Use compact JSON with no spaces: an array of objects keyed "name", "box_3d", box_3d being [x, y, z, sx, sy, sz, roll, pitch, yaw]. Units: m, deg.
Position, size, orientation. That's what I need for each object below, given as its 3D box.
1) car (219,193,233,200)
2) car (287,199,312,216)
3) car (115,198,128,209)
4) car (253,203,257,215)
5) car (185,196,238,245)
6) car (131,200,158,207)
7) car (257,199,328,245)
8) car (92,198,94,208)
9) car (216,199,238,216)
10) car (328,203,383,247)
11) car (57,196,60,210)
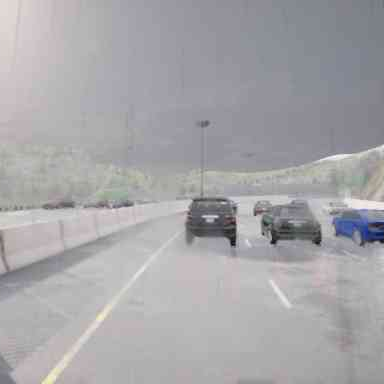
[{"name":"car","box_3d":[8.173,1.096,79.981,1.882,1.535,5.008,0,0,26]},{"name":"car","box_3d":[10.774,1.522,33.523,1.837,1.490,4.892,0,0,11]},{"name":"car","box_3d":[-9.063,1.464,41.853,2.128,1.511,4.902,0,0,14]},{"name":"car","box_3d":[7.205,1.573,33.495,1.994,1.385,4.181,0,0,11]},{"name":"car","box_3d":[0.959,1.220,15.745,2.150,2.045,5.566,0,0,5]},{"name":"car","box_3d":[-5.534,1.506,41.610,1.812,1.442,4.674,0,0,14]},{"name":"car","box_3d":[4.505,1.359,15.727,2.097,1.767,4.553,0,0,5]},{"name":"car","box_3d":[-12.326,1.491,43.247,1.812,1.442,4.674,0,0,14]},{"name":"car","box_3d":[3.623,1.527,33.490,1.812,1.442,4.674,0,0,11]},{"name":"car","box_3d":[7.948,1.492,15.173,1.882,1.535,5.008,0,0,5]},{"name":"car","box_3d":[-16.384,1.309,41.154,2.097,1.767,4.553,0,0,13]}]
